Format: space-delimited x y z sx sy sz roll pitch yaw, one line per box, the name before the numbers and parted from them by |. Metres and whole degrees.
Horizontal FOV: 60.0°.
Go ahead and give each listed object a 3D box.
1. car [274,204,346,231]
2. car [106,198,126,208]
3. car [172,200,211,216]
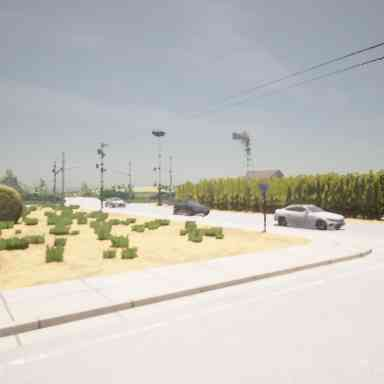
car | 7.319 1.531 21.074 1.812 1.442 4.674 0 0 -35
car | -11.051 1.541 47.993 1.812 1.442 4.674 0 0 -33
car | -0.173 1.530 31.946 1.812 1.442 4.674 0 0 -35
